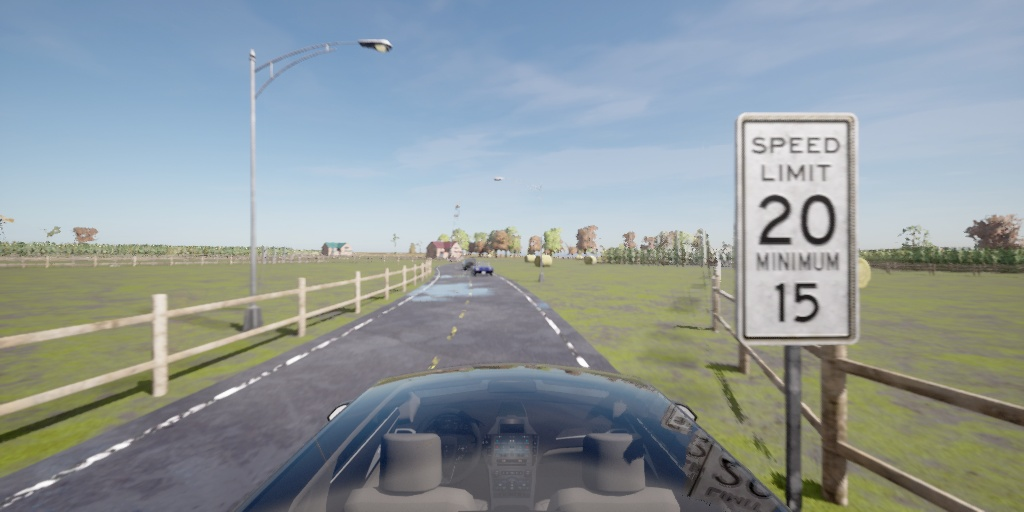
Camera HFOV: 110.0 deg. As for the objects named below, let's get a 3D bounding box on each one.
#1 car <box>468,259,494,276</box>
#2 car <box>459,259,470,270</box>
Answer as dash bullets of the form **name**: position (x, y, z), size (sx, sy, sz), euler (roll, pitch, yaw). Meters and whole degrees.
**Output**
- **car**: position (-3.019, 1.264, 35.472), size (1.895, 1.301, 4.718), euler (0, 0, -11)
- **car**: position (-5.613, 1.118, 48.163), size (1.837, 1.490, 4.892), euler (0, 1, -12)
